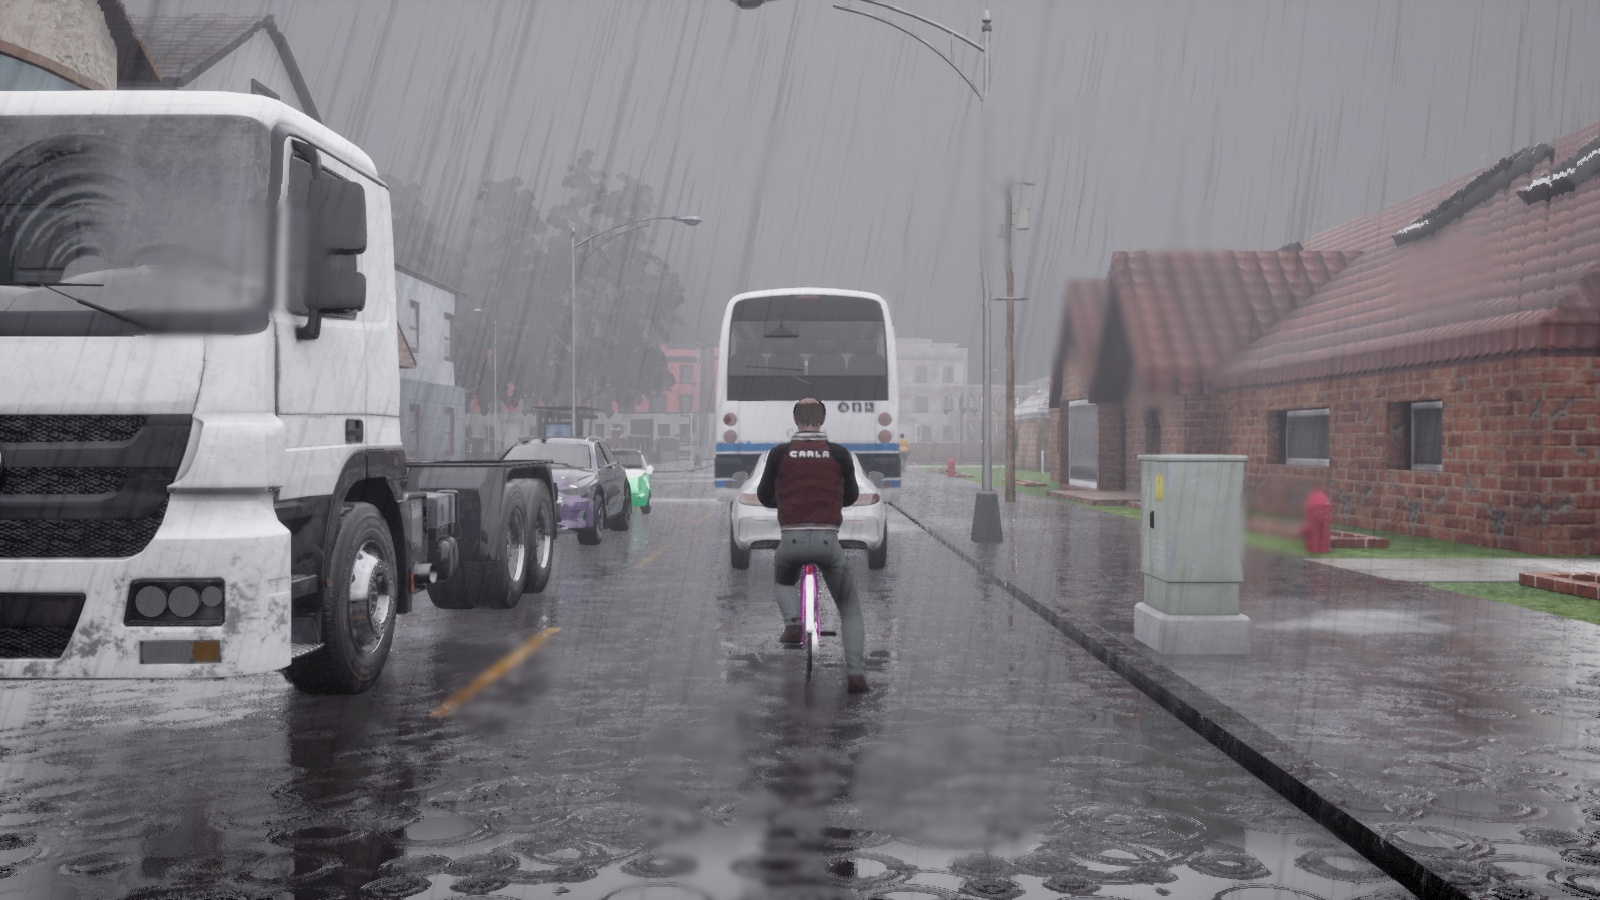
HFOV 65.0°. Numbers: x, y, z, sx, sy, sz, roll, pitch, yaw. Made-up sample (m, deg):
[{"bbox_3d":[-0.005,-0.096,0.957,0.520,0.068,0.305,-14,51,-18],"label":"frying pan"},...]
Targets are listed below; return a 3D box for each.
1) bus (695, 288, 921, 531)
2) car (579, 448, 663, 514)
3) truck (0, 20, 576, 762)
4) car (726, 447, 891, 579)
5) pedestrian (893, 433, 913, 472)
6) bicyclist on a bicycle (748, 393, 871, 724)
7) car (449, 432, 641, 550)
[{"bbox_3d":[0.173,-0.783,27.152,3.944,4.253,10.273,0,1,0],"label":"bus"},{"bbox_3d":[-3.834,0.645,27.132,1.481,1.376,2.207,0,0,0],"label":"car"},{"bbox_3d":[-3.927,-0.294,9.837,2.891,3.462,7.936,0,0,0],"label":"truck"},{"bbox_3d":[0.105,0.682,16.119,1.812,1.442,4.674,0,0,0],"label":"car"},{"bbox_3d":[4.909,0.113,59.930,0.874,1.855,0.900,0,0,-2],"label":"pedestrian"},{"bbox_3d":[0.057,0.574,7.654,0.659,1.776,1.843,0,1,0],"label":"bicyclist on a bicycle"},{"bbox_3d":[-3.874,0.561,19.979,2.033,1.649,4.856,0,0,0],"label":"car"}]
